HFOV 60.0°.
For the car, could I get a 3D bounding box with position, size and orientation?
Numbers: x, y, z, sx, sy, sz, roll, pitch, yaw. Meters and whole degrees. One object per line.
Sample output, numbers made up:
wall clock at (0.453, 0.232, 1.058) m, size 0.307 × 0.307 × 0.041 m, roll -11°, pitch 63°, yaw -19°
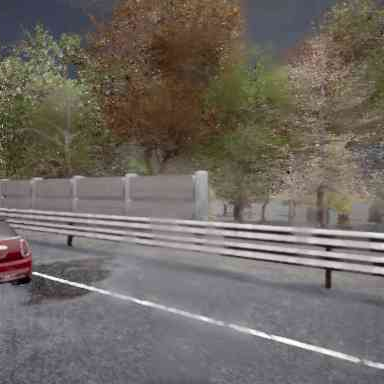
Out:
car at (-5.916, 1.319, 8.090) m, size 4.553 × 1.767 × 2.097 m, roll 0°, pitch 0°, yaw 35°
